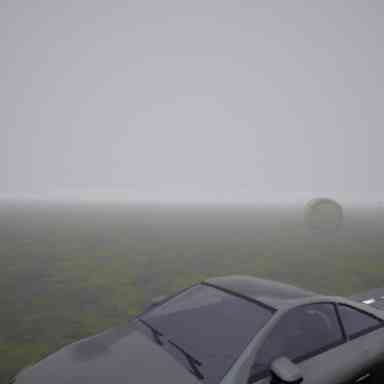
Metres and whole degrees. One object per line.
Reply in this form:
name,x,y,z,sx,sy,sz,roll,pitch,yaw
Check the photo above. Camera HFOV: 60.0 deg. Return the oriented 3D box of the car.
car,0.467,1.597,3.163,4.181,1.385,1.994,1,-1,-34
